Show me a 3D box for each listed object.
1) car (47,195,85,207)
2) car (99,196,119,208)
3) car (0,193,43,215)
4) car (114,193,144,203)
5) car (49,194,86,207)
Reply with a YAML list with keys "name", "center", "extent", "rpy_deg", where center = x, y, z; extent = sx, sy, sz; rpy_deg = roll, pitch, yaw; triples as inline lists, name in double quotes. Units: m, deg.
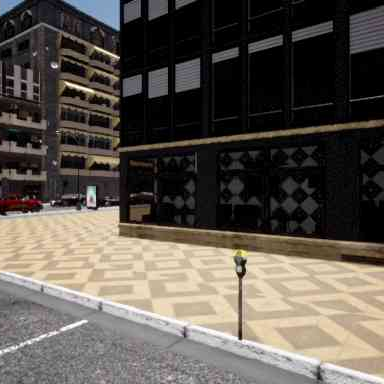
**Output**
- name: "car"
  center: [-16.091, 1.075, 42.621]
  extent: [1.802, 1.307, 4.206]
  rpy_deg: [1, 2, 35]
- name: "car"
  center: [-9.197, 1.073, 37.857]
  extent: [1.947, 1.339, 4.313]
  rpy_deg: [1, 2, 35]
- name: "car"
  center: [-15.571, 1.029, 28.771]
  extent: [2.192, 1.841, 5.009]
  rpy_deg: [1, 2, 35]
- name: "car"
  center: [-9.718, 0.834, 51.698]
  extent: [2.008, 1.369, 4.403]
  rpy_deg: [2, 2, 35]
- name: "car"
  center: [-14.584, 1.008, 40.282]
  extent: [2.128, 1.511, 4.902]
  rpy_deg: [0, 1, 35]
